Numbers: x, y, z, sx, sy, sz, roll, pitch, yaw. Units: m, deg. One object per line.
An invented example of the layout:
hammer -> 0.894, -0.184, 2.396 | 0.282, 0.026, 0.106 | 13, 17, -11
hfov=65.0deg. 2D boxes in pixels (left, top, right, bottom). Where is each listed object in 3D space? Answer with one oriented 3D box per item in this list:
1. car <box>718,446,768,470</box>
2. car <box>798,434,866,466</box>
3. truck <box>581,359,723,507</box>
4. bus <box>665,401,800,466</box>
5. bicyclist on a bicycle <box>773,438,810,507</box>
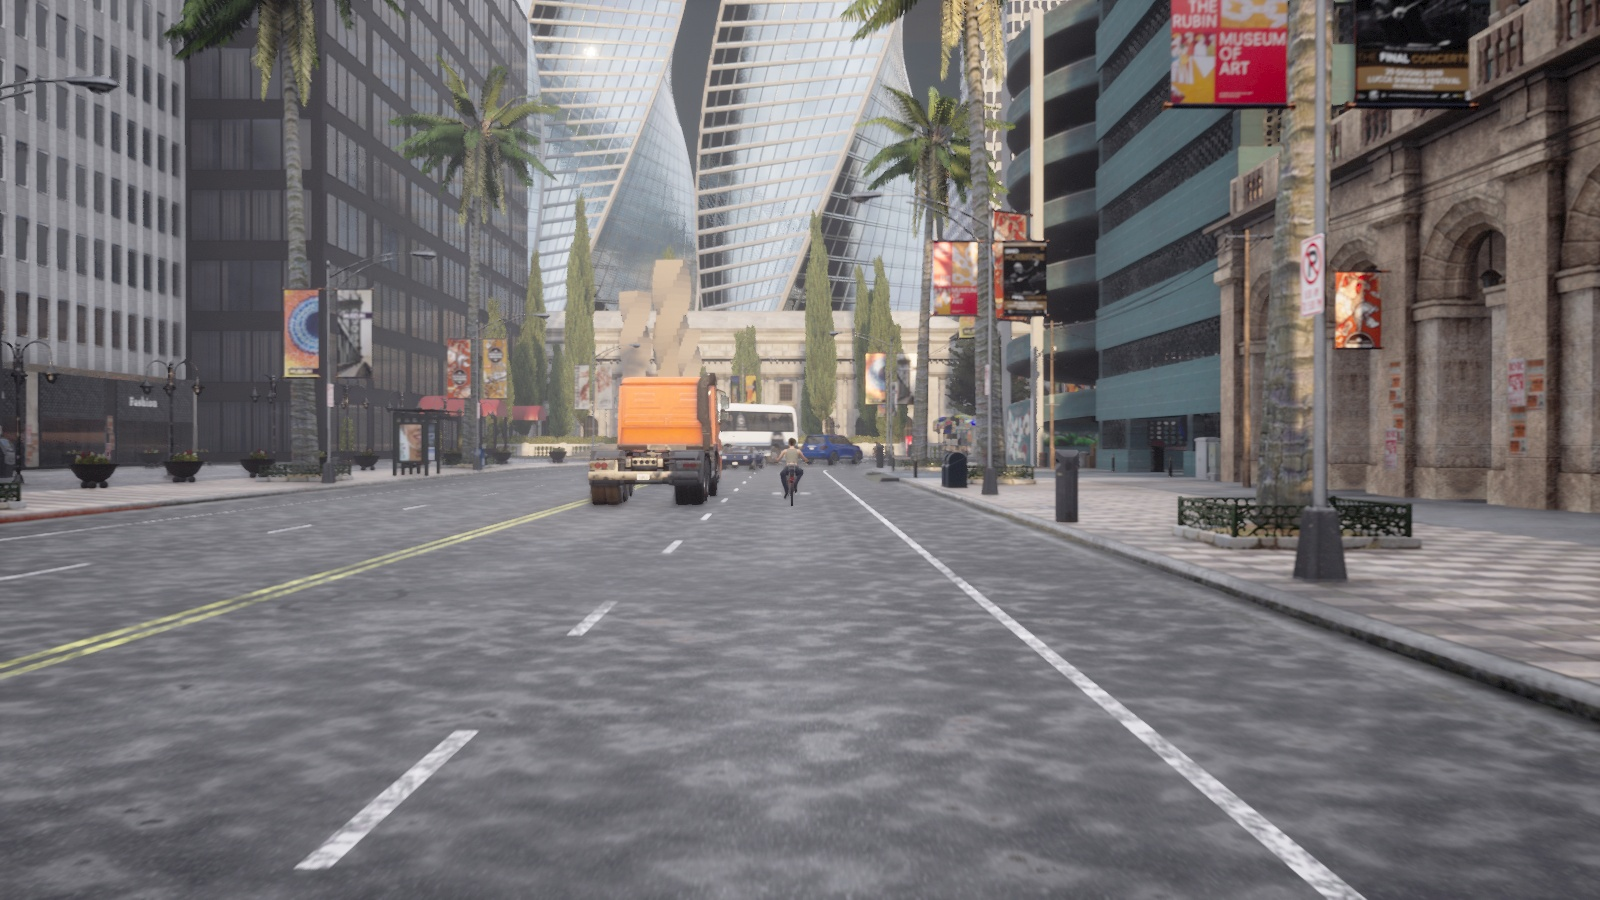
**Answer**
car -> -3.223, 0.439, 71.935 | 1.895, 1.301, 4.718 | 0, 0, 9
car -> 2.219, -0.013, 85.276 | 2.150, 2.045, 5.566 | 0, 0, 31
truck -> -3.718, -0.426, 33.418 | 2.891, 3.462, 7.936 | 0, 0, -1
bus -> -4.544, -1.128, 87.731 | 3.944, 4.253, 10.273 | 0, 0, 34
bicyclist on a bicycle -> -0.194, 0.513, 30.078 | 0.866, 1.612, 1.509 | 0, 0, 0
